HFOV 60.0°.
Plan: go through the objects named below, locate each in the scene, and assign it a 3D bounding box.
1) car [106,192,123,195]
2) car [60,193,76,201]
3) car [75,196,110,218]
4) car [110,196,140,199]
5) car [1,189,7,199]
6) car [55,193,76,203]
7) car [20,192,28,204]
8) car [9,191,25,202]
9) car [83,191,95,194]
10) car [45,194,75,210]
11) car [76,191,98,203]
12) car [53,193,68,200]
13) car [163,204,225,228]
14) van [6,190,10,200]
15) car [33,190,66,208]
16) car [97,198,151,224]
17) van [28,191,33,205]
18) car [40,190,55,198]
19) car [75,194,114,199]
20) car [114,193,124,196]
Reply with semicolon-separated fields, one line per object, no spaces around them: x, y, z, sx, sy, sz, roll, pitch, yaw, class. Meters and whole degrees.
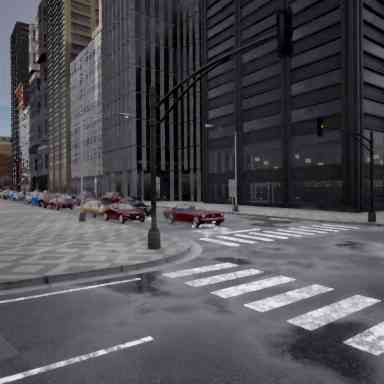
-11.244;0.899;47.253;2.192;1.841;5.009;0;1;-36;car
-24.441;0.949;65.476;1.802;1.307;4.206;0;1;-36;car
-8.153;1.353;28.452;1.752;1.417;4.829;0;1;-36;car
-5.218;1.370;29.096;1.994;1.385;4.181;-1;1;-36;car
-37.946;0.664;69.587;2.192;1.841;5.009;0;1;-36;car
-21.864;0.970;57.357;2.128;1.511;4.902;-1;1;-36;car
-24.750;1.126;51.368;2.008;1.369;4.403;0;1;-36;car
-31.348;0.904;60.478;1.967;1.590;4.097;0;1;-36;car
-15.863;1.066;49.154;2.128;1.511;4.902;-1;1;-35;car
-14.852;1.275;37.701;1.887;1.381;4.507;0;1;-36;car
-17.842;0.793;56.363;2.192;1.841;5.009;0;1;-36;car
-27.740;0.854;70.031;1.887;1.381;4.507;0;1;-36;car
0.057;1.479;21.768;1.895;1.301;4.718;-1;1;-35;car
-34.646;0.748;65.032;1.690;1.788;3.998;0;1;-36;van
-18.150;0.995;42.255;2.192;1.841;5.009;0;1;-36;car
-4.953;1.416;24.035;1.887;1.381;4.507;0;1;-36;car
-21.450;0.970;46.811;1.690;1.788;3.998;0;1;-36;van
-34.337;0.510;79.139;2.192;1.841;5.009;0;1;-36;car
-10.708;1.275;36.681;2.033;1.411;5.357;-1;1;-36;car
-7.946;1.200;42.700;1.947;1.339;4.313;0;1;-36;car
